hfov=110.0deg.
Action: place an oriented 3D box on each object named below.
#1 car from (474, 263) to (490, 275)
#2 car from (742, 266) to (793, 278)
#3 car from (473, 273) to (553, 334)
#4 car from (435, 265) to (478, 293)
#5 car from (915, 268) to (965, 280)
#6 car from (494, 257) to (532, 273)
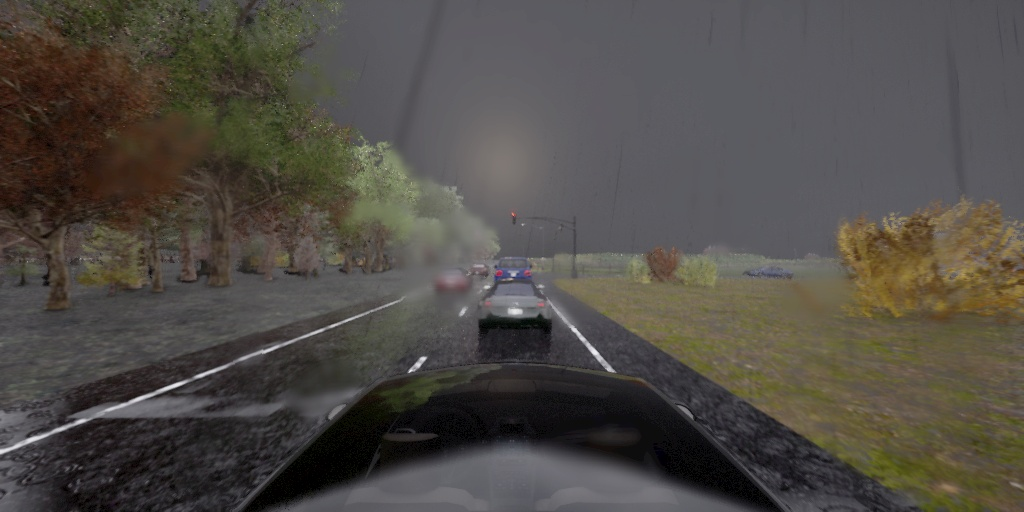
[{"bbox_3d":[-3.445,1.516,38.755,1.812,1.442,4.674,0,0,0],"label":"car"},{"bbox_3d":[31.977,1.976,44.905,5.357,1.411,2.033,1,-1,0],"label":"car"},{"bbox_3d":[0.088,1.372,10.894,1.994,1.385,4.181,0,-1,0],"label":"car"},{"bbox_3d":[-3.426,1.447,22.035,1.994,1.385,4.181,0,0,0],"label":"car"},{"bbox_3d":[49.047,2.095,41.229,4.181,1.385,1.994,1,-1,1],"label":"car"},{"bbox_3d":[0.076,1.103,21.806,2.150,2.045,5.566,0,0,0],"label":"car"}]
